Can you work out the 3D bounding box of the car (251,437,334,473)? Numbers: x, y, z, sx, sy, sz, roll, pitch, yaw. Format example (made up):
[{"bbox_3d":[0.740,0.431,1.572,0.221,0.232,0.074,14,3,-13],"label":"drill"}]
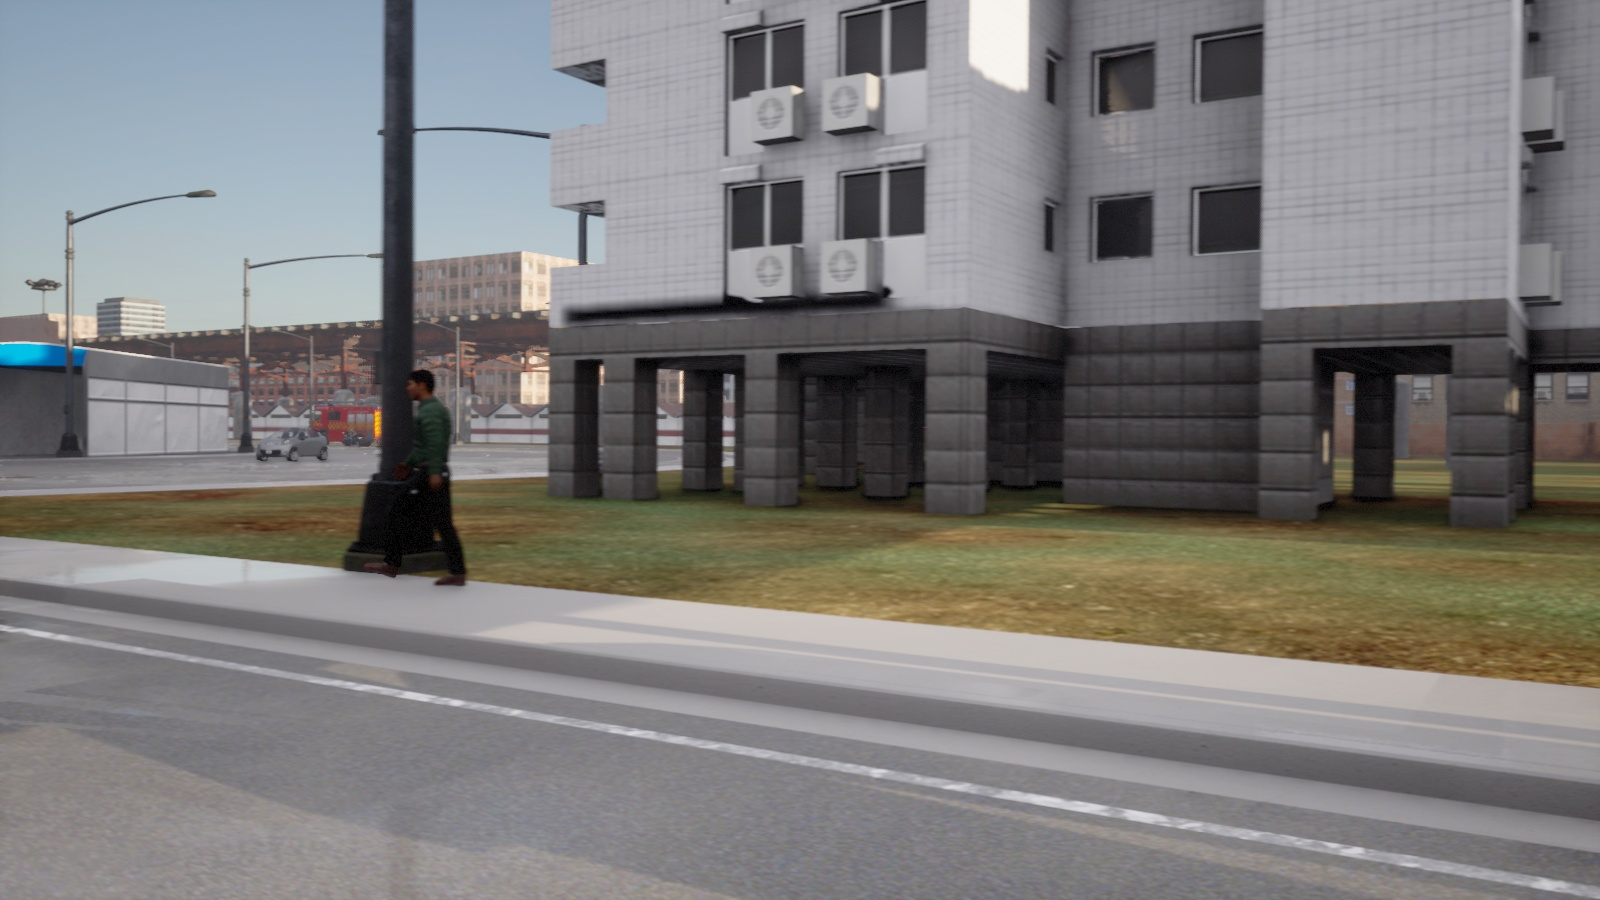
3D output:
[{"bbox_3d":[-22.568,0.192,55.971,1.845,1.501,3.633,0,1,8],"label":"car"}]

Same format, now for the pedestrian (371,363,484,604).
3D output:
[{"bbox_3d":[-3.065,0.270,10.378,0.788,1.949,0.423,-1,1,-1],"label":"pedestrian"}]
